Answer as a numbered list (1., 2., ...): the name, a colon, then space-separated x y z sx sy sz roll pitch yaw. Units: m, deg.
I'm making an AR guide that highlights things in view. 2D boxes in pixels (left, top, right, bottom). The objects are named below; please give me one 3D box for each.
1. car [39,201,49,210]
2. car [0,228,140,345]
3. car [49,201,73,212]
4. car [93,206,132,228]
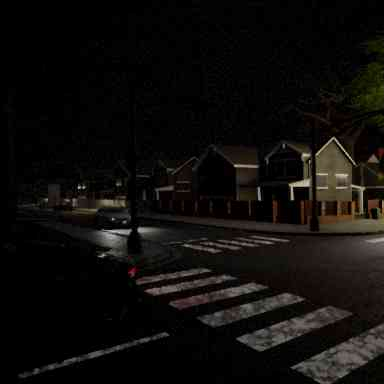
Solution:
1. car: -24.230 2.188 55.544 1.994 1.385 4.181 -1 0 -35
2. car: -2.980 1.563 5.459 4.181 1.385 1.994 0 0 -37
3. car: -18.253 1.986 47.015 2.128 1.511 4.902 -1 0 -34
4. car: -5.808 1.775 24.115 1.812 1.442 4.674 -1 0 -34
